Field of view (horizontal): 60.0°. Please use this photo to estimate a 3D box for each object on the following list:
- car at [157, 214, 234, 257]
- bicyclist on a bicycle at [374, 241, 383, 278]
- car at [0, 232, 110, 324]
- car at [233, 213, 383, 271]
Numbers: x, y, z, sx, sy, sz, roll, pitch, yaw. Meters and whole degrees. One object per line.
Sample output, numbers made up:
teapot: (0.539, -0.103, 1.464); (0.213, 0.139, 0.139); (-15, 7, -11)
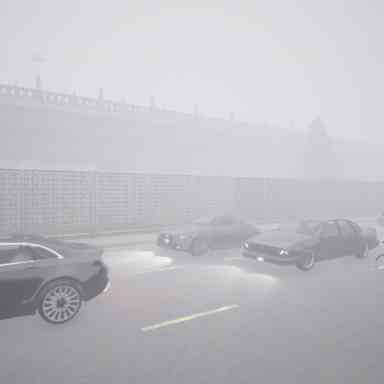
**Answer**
car: (0.742, 1.564, 12.997); (4.181, 1.385, 1.994); (0, 0, -35)
bicyclist on a bicycle: (5.310, 1.455, 8.203); (0.582, 1.620, 1.656); (0, -2, -35)
car: (-3.865, 1.492, 5.567); (4.902, 1.511, 2.128); (0, 0, -35)
car: (4.155, 1.547, 11.105); (5.357, 1.411, 2.033); (0, 0, -35)
